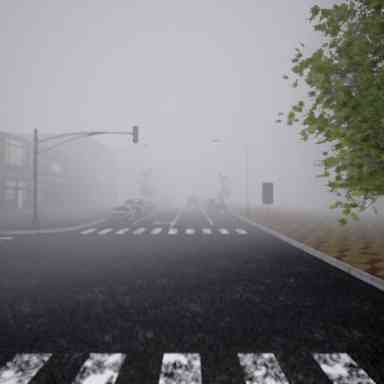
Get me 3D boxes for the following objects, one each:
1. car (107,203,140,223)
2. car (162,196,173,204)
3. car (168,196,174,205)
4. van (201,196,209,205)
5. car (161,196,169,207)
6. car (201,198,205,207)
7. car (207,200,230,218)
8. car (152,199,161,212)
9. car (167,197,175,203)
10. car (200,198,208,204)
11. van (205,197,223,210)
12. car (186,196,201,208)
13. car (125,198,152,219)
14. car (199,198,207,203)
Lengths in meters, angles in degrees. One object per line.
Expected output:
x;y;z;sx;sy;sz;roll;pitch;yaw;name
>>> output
-5.654;1.786;27.102;1.802;1.307;4.206;0;0;0;car
-5.596;1.890;77.062;2.192;1.841;5.009;0;0;0;car
-5.603;2.084;71.509;2.008;1.369;4.403;0;0;0;car
2.779;1.870;71.504;1.690;1.788;3.998;0;0;0;van
-5.616;1.975;60.238;1.752;1.417;4.829;0;0;0;car
2.752;1.915;49.299;2.008;1.369;4.403;0;0;0;car
2.733;1.767;32.816;1.752;1.417;4.829;0;0;0;car
-5.635;1.878;43.755;2.008;1.369;4.403;0;0;0;car
-5.585;2.183;87.992;1.752;1.417;4.829;0;0;0;car
2.784;2.097;77.223;1.752;1.417;4.829;0;0;0;car
2.740;1.623;38.199;1.690;1.788;3.998;0;0;0;van
0.171;1.647;57.388;2.150;2.045;5.566;0;0;0;car
-5.646;1.560;32.655;2.192;1.841;5.009;0;0;0;car
2.795;2.220;88.155;1.947;1.339;4.313;0;0;0;car
